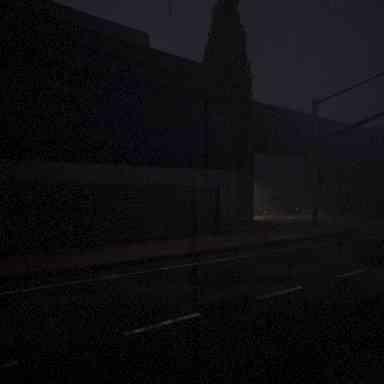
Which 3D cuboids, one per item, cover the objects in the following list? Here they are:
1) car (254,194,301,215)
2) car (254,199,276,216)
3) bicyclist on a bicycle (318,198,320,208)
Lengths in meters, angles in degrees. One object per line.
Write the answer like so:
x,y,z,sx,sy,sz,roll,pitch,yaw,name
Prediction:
8.528,1.220,34.426,2.150,2.045,5.566,0,0,-37,car
5.505,1.600,32.621,1.895,1.301,4.718,0,0,-37,car
16.238,1.303,43.289,1.656,1.620,0.582,0,0,-37,bicyclist on a bicycle
